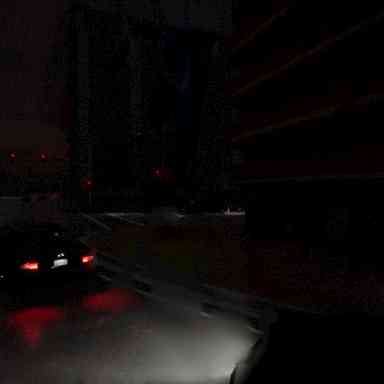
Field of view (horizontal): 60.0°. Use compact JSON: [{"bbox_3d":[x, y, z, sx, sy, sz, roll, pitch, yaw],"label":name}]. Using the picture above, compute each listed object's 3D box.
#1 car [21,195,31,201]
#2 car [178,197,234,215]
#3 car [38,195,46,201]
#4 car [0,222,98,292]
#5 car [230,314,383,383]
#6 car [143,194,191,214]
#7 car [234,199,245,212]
[{"bbox_3d":[-40.171,1.525,80.638,2.128,1.511,4.902,0,0,-23],"label":"car"},{"bbox_3d":[1.458,1.560,34.367,4.892,1.490,1.837,0,0,-23],"label":"car"},{"bbox_3d":[-37.083,1.540,82.321,2.033,1.411,5.357,0,0,-23],"label":"car"},{"bbox_3d":[-4.362,1.547,9.045,2.033,1.411,5.357,0,0,-39],"label":"car"},{"bbox_3d":[2.859,1.547,2.027,5.357,1.411,2.033,0,0,35],"label":"car"},{"bbox_3d":[-2.532,1.277,36.500,5.566,2.045,2.150,0,0,-23],"label":"car"},{"bbox_3d":[6.620,1.560,40.298,4.892,1.490,1.837,0,0,-23],"label":"car"}]
